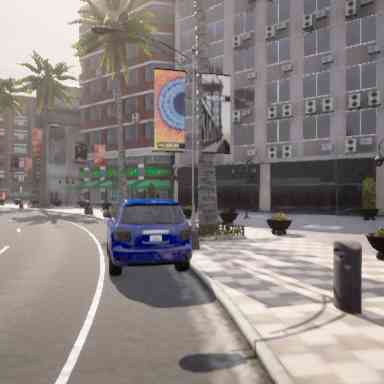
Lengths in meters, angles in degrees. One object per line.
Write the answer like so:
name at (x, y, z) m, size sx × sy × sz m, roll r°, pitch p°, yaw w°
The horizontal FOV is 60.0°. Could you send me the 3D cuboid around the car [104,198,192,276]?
car at (-1.585, 1.217, 10.657) m, size 2.150 × 2.045 × 5.566 m, roll 0°, pitch 0°, yaw -15°
